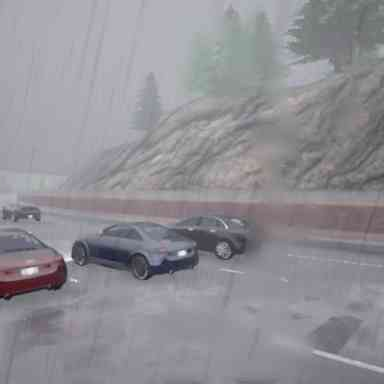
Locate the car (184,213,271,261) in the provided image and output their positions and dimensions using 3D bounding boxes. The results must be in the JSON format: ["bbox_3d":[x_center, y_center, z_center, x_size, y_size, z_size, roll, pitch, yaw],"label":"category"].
[{"bbox_3d":[0.538,1.550,12.633,4.892,1.490,1.837,0,0,39],"label":"car"}]

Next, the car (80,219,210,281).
[{"bbox_3d":[-1.817,1.585,10.054,4.181,1.385,1.994,0,0,39],"label":"car"}]

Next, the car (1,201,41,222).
[{"bbox_3d":[-13.290,1.495,25.804,1.837,1.490,4.892,0,0,-42],"label":"car"}]

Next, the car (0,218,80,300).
[{"bbox_3d":[-4.804,1.558,7.993,4.181,1.385,1.994,0,0,40],"label":"car"}]
